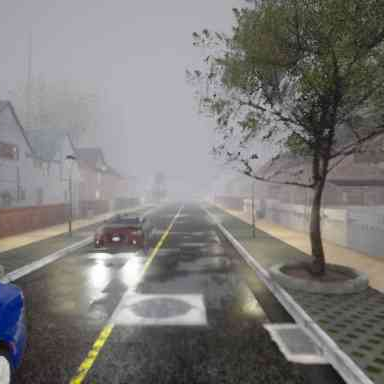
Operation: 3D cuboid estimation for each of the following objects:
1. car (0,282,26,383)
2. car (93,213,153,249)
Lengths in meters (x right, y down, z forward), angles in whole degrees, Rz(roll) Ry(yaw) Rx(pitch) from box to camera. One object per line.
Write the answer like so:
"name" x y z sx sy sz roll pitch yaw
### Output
"car" -2.850 1.489 1.807 1.882 1.535 5.008 0 0 0
"car" -2.897 1.616 14.692 1.994 1.385 4.181 0 0 0
